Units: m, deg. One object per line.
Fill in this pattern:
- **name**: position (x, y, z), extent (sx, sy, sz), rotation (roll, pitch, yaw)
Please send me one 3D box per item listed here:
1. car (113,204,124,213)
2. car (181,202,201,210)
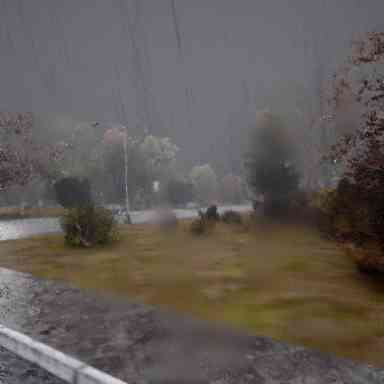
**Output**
- **car**: position (-10.624, 2.278, 41.342), extent (1.837, 1.490, 4.892), rotation (-2, -1, 32)
- **car**: position (-0.175, 2.480, 57.761), extent (1.994, 1.385, 4.181), rotation (-2, -2, 32)
